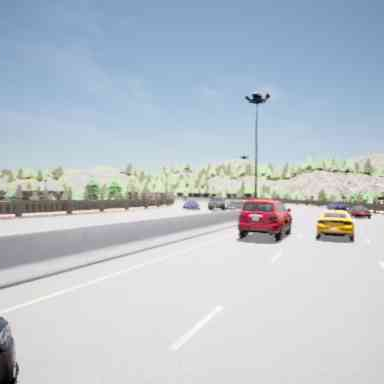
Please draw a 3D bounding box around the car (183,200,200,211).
[{"bbox_3d":[-0.047,1.938,48.520,1.812,1.442,4.674,1,-1,12],"label":"car"}]

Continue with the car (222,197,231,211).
[{"bbox_3d":[5.583,1.829,42.319,2.097,1.767,4.553,1,0,15],"label":"car"}]

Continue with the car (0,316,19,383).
[{"bbox_3d":[-3.449,1.436,1.828,2.128,1.511,4.902,1,-1,24],"label":"car"}]

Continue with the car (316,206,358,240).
[{"bbox_3d":[8.369,1.818,19.420,1.882,1.535,5.008,1,-1,24],"label":"car"}]

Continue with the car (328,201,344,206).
[{"bbox_3d":[21.951,2.239,50.470,2.097,1.767,4.553,1,0,8],"label":"car"}]

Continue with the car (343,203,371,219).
[{"bbox_3d":[19.269,2.295,38.527,1.994,1.385,4.181,1,0,15],"label":"car"}]

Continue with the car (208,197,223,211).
[{"bbox_3d":[3.721,1.718,49.263,2.150,2.045,5.566,1,0,11],"label":"car"}]

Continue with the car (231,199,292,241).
[{"bbox_3d":[4.218,1.469,18.721,2.150,2.045,5.566,1,-1,24],"label":"car"}]
